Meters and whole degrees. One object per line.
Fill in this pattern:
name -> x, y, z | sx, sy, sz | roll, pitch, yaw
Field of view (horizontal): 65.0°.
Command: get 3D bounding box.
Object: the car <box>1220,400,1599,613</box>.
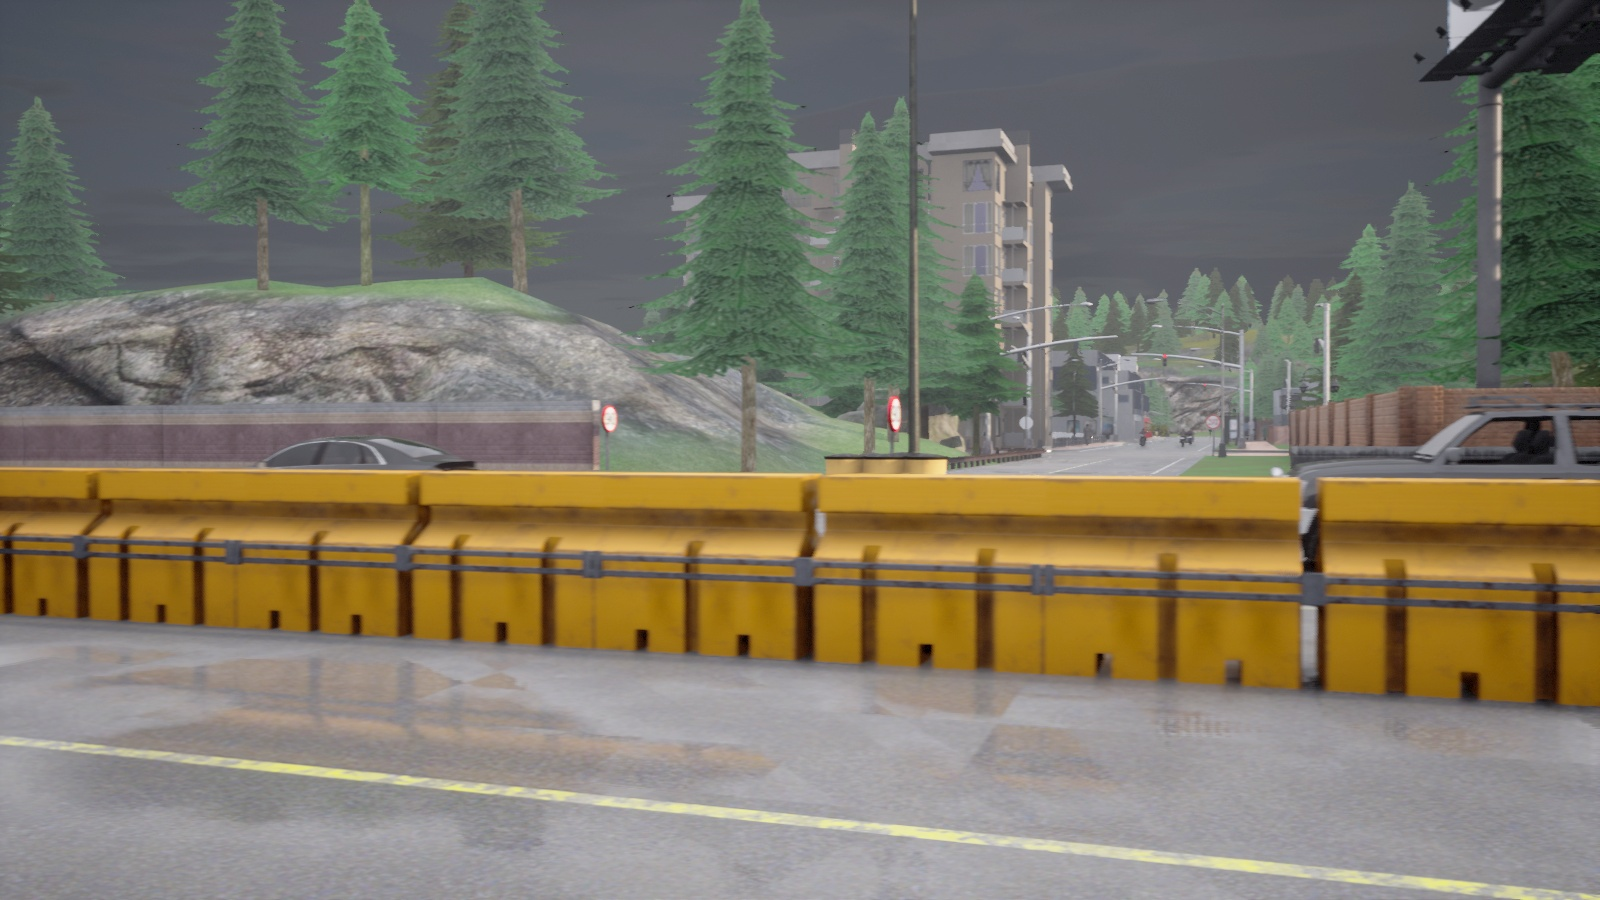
car -> 6.481, 0.474, 12.088 | 4.605, 1.855, 1.932 | 1, 1, 19

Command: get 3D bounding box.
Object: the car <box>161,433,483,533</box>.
car -> -7.826, 0.472, 20.598 | 4.892, 1.490, 1.837 | 1, 1, 19
